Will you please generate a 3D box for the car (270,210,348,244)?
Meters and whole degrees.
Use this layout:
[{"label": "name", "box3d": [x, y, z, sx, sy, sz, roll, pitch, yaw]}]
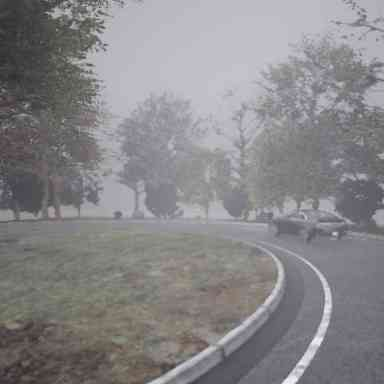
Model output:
[{"label": "car", "box3d": [5.672, 1.649, 16.901, 2.128, 1.511, 4.902, 0, -1, -14]}]
